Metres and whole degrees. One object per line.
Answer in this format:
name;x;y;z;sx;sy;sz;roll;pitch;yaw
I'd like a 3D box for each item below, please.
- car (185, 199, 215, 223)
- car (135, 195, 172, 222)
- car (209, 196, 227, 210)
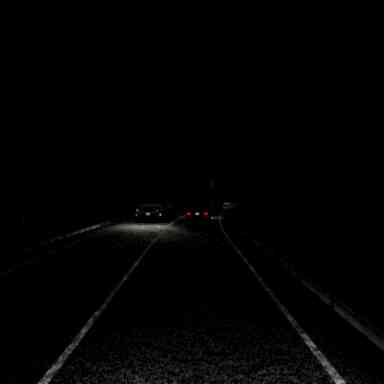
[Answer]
car;0.540;1.544;25.185;2.033;1.411;5.357;0;0;4
car;-3.013;1.247;27.103;2.150;2.045;5.566;-1;0;5
car;2.912;1.457;42.637;2.128;1.511;4.902;-1;0;11
